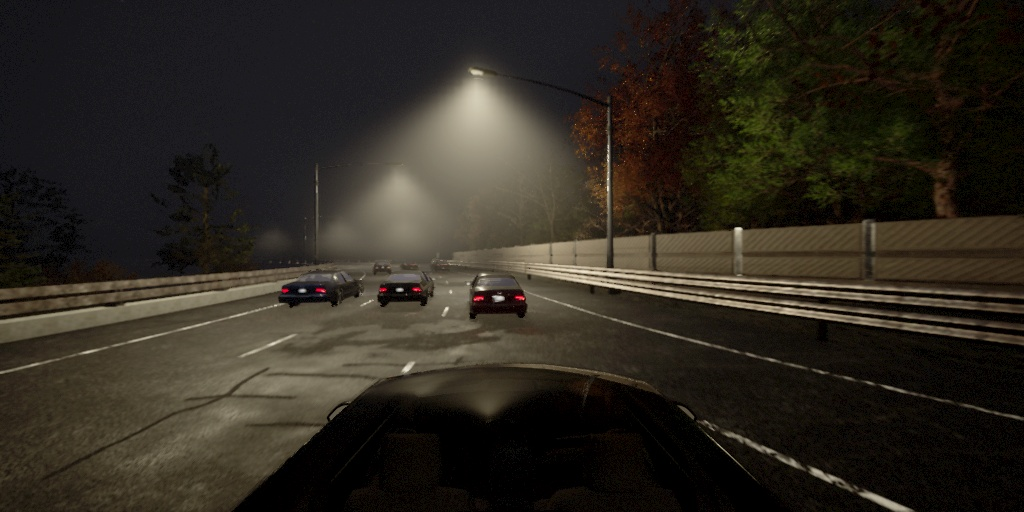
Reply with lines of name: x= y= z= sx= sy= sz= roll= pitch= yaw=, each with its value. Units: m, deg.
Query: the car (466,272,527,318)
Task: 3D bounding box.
car: x=-0.651 y=1.296 z=13.045 sx=2.033 sy=1.411 sz=5.357 roll=0 pitch=0 yaw=-7

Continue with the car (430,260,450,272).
car: x=-9.173 y=1.261 z=45.413 sx=2.128 sy=1.511 sz=4.902 roll=0 pitch=0 yaw=-23

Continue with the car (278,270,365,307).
car: x=-8.015 y=1.322 z=15.601 sx=2.033 sy=1.411 sz=5.357 roll=0 pitch=0 yaw=-8

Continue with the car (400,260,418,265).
car: x=-13.175 y=1.275 z=45.798 sx=2.128 sy=1.511 sz=4.902 roll=0 pitch=0 yaw=-24

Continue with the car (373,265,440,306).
car: x=-4.513 y=1.309 z=15.828 sx=2.033 sy=1.411 sz=5.357 roll=0 pitch=0 yaw=-8

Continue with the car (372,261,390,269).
car: x=-15.372 y=1.339 z=42.306 sx=2.033 sy=1.411 sz=5.357 roll=0 pitch=0 yaw=-23
